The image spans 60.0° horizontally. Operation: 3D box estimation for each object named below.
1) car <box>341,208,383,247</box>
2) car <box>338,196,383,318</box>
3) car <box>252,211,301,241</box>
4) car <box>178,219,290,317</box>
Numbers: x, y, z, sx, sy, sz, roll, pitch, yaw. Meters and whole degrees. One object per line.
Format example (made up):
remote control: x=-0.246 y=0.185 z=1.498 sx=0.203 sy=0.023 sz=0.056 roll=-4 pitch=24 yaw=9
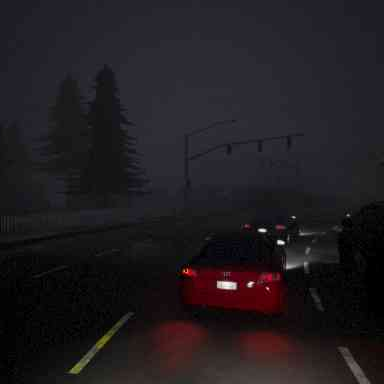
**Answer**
car: x=8.371 y=1.564 z=15.849 sx=1.994 sy=1.385 sz=4.181 roll=0 pitch=0 yaw=28
car: x=4.707 y=1.221 z=7.259 sx=2.150 sy=2.045 sz=5.566 roll=0 pitch=0 yaw=15
car: x=3.792 y=1.564 z=15.589 sx=1.994 sy=1.385 sz=4.181 roll=0 pitch=0 yaw=26
car: x=1.130 y=1.564 z=7.620 sx=1.994 sy=1.385 sz=4.181 roll=0 pitch=0 yaw=15
